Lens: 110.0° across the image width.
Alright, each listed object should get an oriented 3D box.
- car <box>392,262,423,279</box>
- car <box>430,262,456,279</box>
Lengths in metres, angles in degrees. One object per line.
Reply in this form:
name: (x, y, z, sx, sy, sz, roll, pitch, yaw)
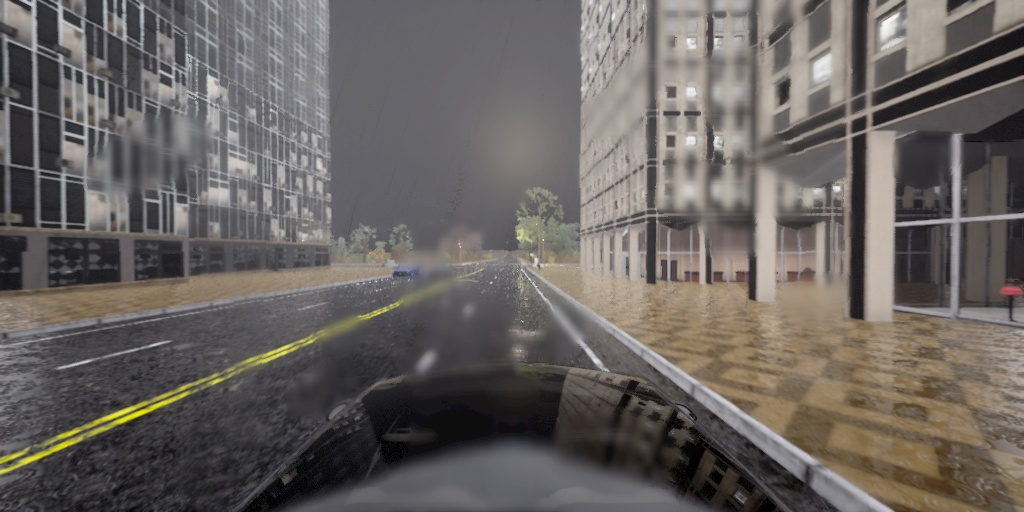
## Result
car: (-9.849, 1.348, 34.158, 1.882, 1.535, 5.008, 0, 0, 0)
car: (-6.600, 1.376, 34.580, 1.837, 1.490, 4.892, 0, 0, 0)
